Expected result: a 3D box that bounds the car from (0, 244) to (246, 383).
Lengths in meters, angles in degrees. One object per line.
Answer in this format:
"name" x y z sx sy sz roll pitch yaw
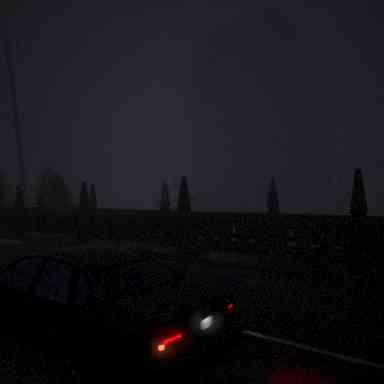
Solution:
"car" -1.866 1.593 5.324 5.357 1.411 2.033 -1 0 36
